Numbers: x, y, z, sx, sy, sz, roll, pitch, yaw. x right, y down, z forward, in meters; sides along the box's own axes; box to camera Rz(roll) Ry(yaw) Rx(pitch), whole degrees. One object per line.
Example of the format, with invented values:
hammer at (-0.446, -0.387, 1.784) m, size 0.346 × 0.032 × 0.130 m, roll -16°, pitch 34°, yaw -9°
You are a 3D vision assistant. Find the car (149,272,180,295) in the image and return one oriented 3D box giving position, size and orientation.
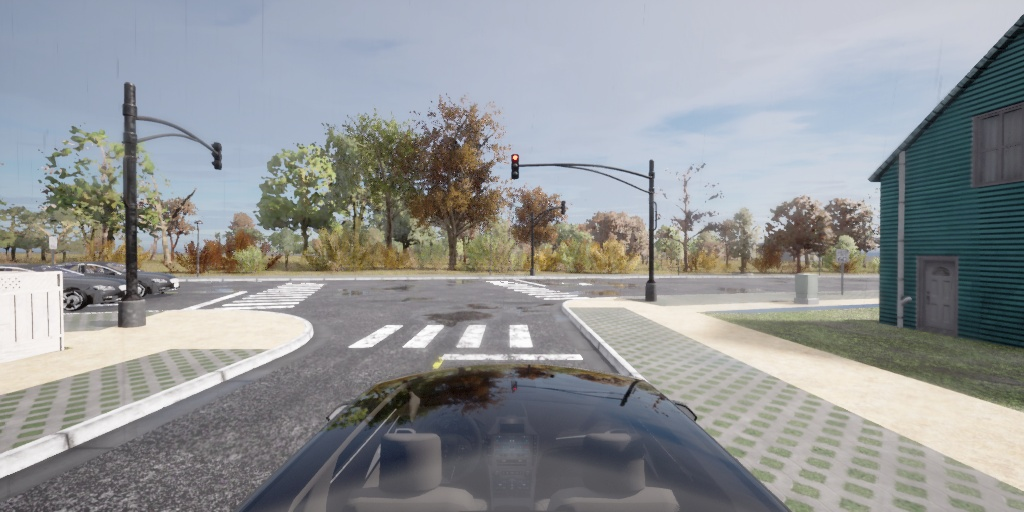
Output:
car at (-17.113, 0.990, 14.937) m, size 4.902 × 1.511 × 2.128 m, roll 1°, pitch 0°, yaw -22°

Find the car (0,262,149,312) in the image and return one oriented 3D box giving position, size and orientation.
car at (-15.957, 1.019, 11.887) m, size 4.902 × 1.511 × 2.128 m, roll 1°, pitch 0°, yaw -22°
